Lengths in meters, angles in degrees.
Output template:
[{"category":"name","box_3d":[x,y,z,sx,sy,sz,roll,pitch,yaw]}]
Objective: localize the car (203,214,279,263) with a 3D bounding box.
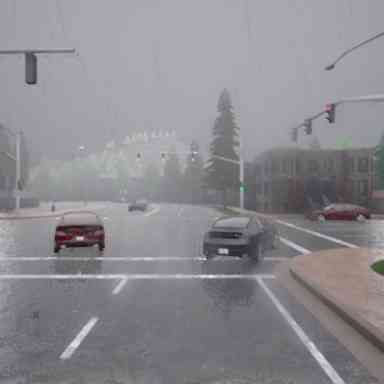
[{"category":"car","box_3d":[1.972,1.576,12.470,1.837,1.490,4.892,-1,0,24]}]

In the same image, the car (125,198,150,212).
[{"category":"car","box_3d":[-6.752,1.831,41.658,1.895,1.301,4.718,0,0,-1]}]

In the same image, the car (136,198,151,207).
[{"category":"car","box_3d":[-8.684,1.820,59.191,2.128,1.511,4.902,0,0,-16]}]

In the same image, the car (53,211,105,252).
[{"category":"car","box_3d":[-4.934,1.559,14.586,1.882,1.535,5.008,1,0,-19]}]

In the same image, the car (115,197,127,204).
[{"category":"car","box_3d":[-15.429,1.894,73.027,1.837,1.490,4.892,0,0,-35]}]

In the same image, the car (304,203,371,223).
[{"category":"car","box_3d":[11.484,1.625,26.437,5.008,1.535,1.882,0,0,0]}]
